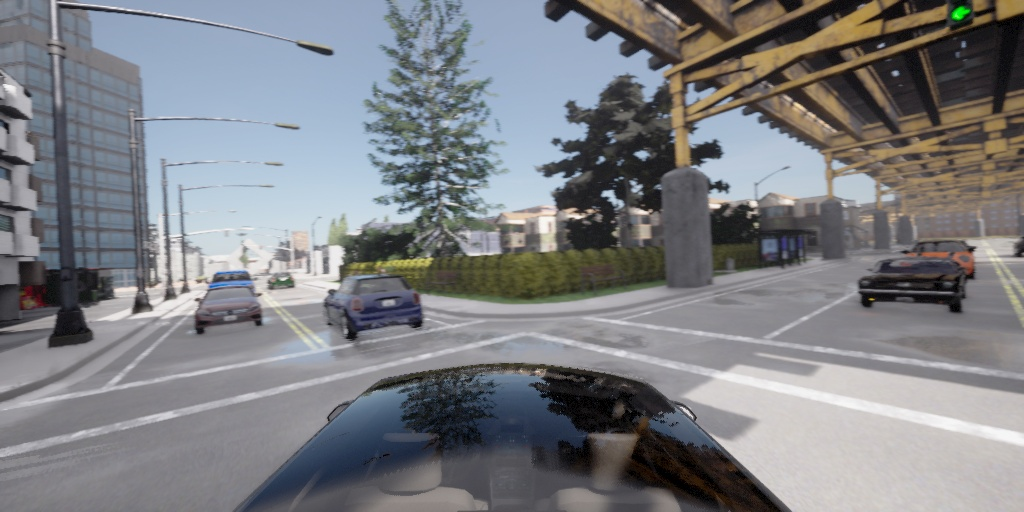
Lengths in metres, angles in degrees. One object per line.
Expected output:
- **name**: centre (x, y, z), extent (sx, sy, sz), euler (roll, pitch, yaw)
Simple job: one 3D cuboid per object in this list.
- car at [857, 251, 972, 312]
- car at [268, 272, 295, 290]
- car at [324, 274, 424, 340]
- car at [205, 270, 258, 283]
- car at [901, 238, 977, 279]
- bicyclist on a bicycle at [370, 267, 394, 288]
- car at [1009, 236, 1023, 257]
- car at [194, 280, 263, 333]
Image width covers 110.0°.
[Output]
- **car**: centre (11.836, 0.714, 10.561), extent (4.718, 1.301, 1.895), euler (-3, 0, -37)
- **car**: centre (-23.555, 2.402, 36.542), extent (2.097, 1.767, 4.553), euler (-3, 0, -37)
- **car**: centre (-4.535, 1.353, 11.353), extent (2.097, 1.767, 4.553), euler (-3, 0, -35)
- **car**: centre (-16.732, 1.891, 21.481), extent (2.150, 2.045, 5.566), euler (-3, 0, -37)
- **car**: centre (19.657, 0.045, 16.566), extent (4.553, 1.767, 2.097), euler (-3, 0, -38)
- **bicyclist on a bicycle**: centre (-8.108, 1.506, 22.507), extent (1.656, 1.620, 0.582), euler (-3, 0, -37)
- **car**: centre (37.398, -0.758, 25.594), extent (4.892, 1.490, 1.837), euler (-3, 0, -38)
- **car**: centre (-10.724, 1.865, 13.654), extent (1.812, 1.442, 4.674), euler (-3, 0, -38)
